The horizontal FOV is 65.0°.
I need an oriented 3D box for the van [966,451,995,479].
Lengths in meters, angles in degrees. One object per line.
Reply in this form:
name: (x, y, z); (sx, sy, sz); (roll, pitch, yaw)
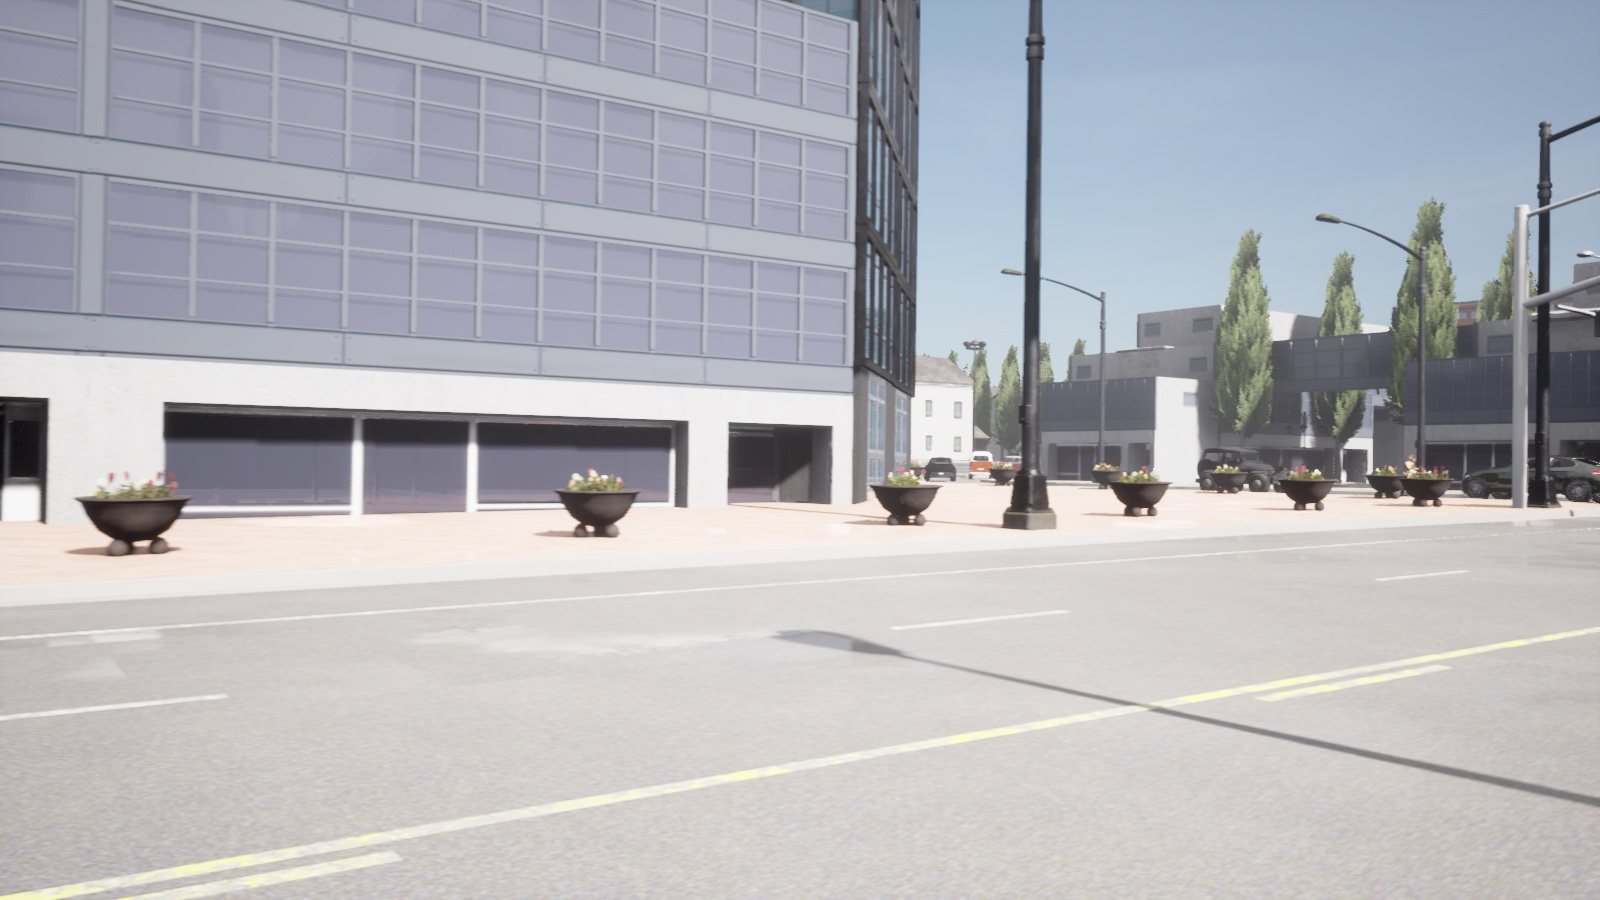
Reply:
van: (13.388, 1.099, 93.078); (2.069, 2.038, 4.480); (1, -1, 9)

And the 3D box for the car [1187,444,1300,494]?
car: (17.694, 0.748, 50.205); (1.905, 1.878, 3.866); (1, -1, -35)

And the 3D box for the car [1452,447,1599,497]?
car: (25.987, 0.748, 44.134); (2.152, 1.651, 5.027); (1, -1, -36)

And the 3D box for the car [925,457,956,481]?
car: (8.808, 1.180, 78.841); (1.837, 1.490, 4.892); (0, -1, 6)
